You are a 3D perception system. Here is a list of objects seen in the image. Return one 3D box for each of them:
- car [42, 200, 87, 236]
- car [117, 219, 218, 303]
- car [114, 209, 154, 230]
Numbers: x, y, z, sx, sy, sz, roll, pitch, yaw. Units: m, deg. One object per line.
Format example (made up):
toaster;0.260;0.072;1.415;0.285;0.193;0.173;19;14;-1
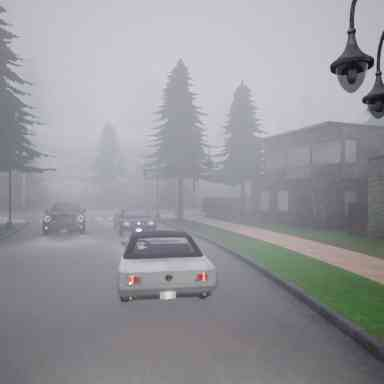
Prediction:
car;-7.069;1.351;18.703;2.097;1.767;4.553;0;0;-18
car;-0.818;1.601;8.278;1.895;1.301;4.718;0;0;-10
car;-3.343;1.601;18.722;1.895;1.301;4.718;0;0;-18
